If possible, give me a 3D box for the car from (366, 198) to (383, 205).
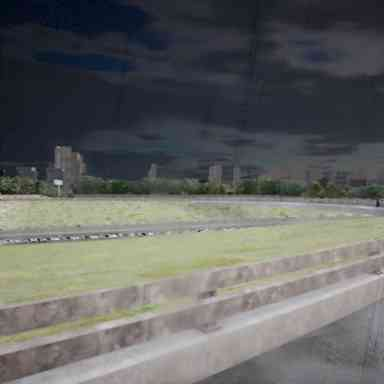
[{"bbox_3d":[42.892,2.215,78.344,2.097,1.767,4.553,0,-1,1],"label":"car"}]
